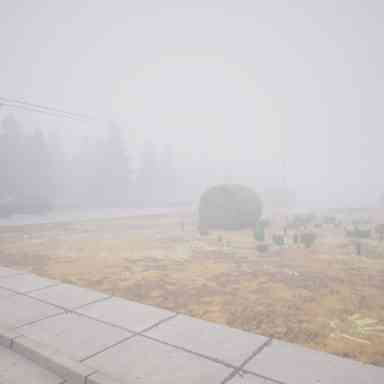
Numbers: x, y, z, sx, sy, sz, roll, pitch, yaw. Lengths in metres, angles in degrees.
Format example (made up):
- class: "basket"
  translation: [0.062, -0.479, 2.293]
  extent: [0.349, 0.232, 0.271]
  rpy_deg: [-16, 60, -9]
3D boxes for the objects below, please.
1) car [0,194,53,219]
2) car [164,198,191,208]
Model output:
- class: "car"
  translation: [-15.410, 1.245, 29.873]
  extent: [2.150, 2.045, 5.566]
  rpy_deg: [0, 0, 36]
- class: "car"
  translation: [-2.006, 1.552, 47.981]
  extent: [1.812, 1.442, 4.674]
  rpy_deg: [0, 0, 37]
